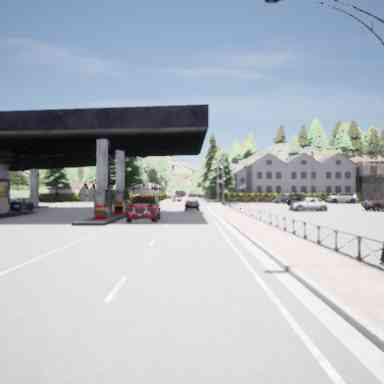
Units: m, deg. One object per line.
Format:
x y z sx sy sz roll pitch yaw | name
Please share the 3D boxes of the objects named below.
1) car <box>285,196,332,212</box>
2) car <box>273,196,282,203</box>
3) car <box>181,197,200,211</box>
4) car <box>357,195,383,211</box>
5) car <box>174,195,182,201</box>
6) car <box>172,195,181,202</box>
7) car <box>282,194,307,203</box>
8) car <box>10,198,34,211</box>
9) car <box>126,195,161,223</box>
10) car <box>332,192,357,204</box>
12.618 1.410 36.237 3.806 1.475 1.970 0 0 -1 | car
17.548 1.246 62.215 4.553 1.767 2.097 0 0 0 | car
0.020 1.554 41.924 2.128 1.511 4.902 0 0 0 | car
21.097 1.143 36.342 4.605 1.855 1.932 0 0 -1 | car
-3.667 1.675 89.851 2.033 1.411 5.357 0 0 0 | car
-3.645 1.474 78.552 2.097 1.767 4.553 0 0 0 | car
13.203 1.131 39.567 3.866 1.878 1.905 0 0 -1 | car
-20.800 1.549 39.847 2.242 1.667 4.611 0 0 -1 | car
-3.647 1.262 25.903 2.150 2.045 5.566 0 0 0 | car
28.039 1.113 62.269 5.566 2.045 2.150 0 0 0 | car
